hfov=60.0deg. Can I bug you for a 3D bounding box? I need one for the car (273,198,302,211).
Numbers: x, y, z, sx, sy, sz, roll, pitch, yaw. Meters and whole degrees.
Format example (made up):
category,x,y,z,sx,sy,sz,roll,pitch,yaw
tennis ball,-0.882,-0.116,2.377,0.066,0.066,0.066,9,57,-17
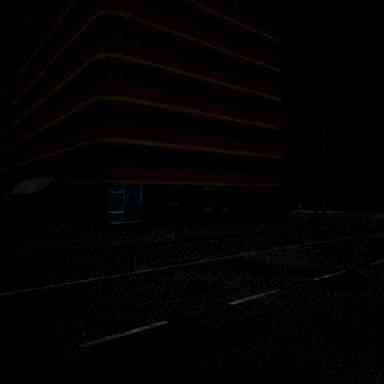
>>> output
category,x,y,z,sx,sy,sz,roll,pitch,yaw
car,11.284,1.491,41.605,2.128,1.511,4.902,0,0,-38
